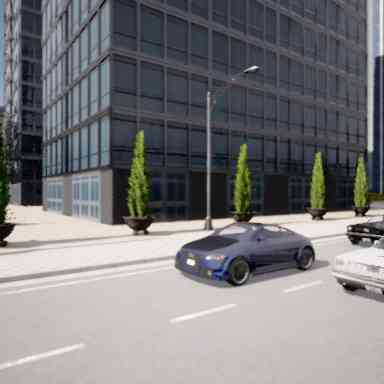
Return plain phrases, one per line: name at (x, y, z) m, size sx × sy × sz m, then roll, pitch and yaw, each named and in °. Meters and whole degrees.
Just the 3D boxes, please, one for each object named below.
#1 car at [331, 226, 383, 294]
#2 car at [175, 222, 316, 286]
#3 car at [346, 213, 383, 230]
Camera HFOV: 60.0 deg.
car at (5.356, 1.599, 7.808) m, size 4.718 × 1.301 × 1.895 m, roll 0°, pitch 0°, yaw -35°
car at (1.597, 1.562, 9.425) m, size 4.181 × 1.385 × 1.994 m, roll 0°, pitch 0°, yaw -35°
car at (8.735, 1.598, 14.504) m, size 4.718 × 1.301 × 1.895 m, roll 0°, pitch 0°, yaw -35°
